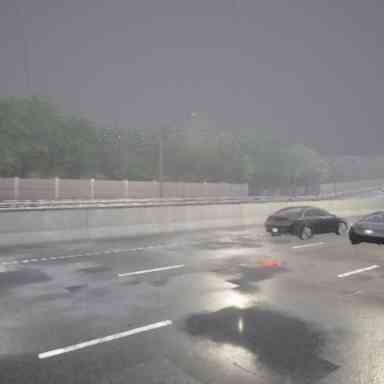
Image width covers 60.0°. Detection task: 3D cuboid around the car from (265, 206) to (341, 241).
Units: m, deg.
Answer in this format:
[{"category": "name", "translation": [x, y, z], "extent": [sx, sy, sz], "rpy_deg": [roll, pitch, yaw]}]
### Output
[{"category": "car", "translation": [5.717, 1.450, 16.397], "extent": [4.892, 1.490, 1.837], "rpy_deg": [0, 0, -35]}]

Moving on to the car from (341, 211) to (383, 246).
[{"category": "car", "translation": [8.509, 1.503, 14.086], "extent": [4.181, 1.385, 1.994], "rpy_deg": [0, 0, -35]}]
